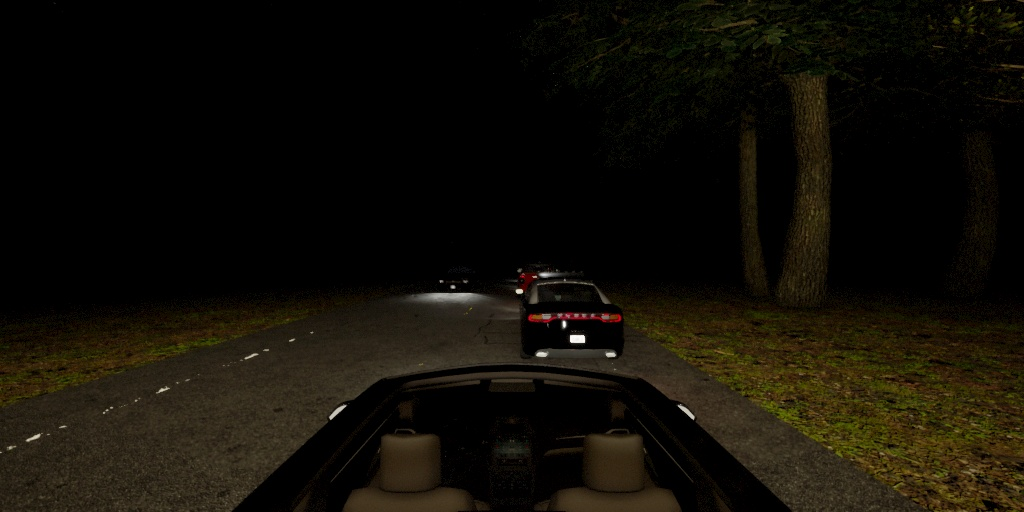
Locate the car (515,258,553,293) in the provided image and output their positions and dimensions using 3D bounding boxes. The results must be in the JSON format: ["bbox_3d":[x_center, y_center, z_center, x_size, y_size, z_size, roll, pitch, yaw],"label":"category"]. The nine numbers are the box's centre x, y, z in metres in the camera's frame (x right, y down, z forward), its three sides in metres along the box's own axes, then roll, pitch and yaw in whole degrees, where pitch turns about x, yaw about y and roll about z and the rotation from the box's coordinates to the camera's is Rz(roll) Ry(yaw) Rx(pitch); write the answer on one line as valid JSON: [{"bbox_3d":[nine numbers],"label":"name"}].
[{"bbox_3d":[1.342,1.083,18.349,2.097,1.767,4.553,0,0,2],"label":"car"}]

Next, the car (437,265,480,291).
[{"bbox_3d":[-3.074,1.272,21.842,2.033,1.411,5.357,0,0,2],"label":"car"}]

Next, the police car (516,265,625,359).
[{"bbox_3d":[1.125,1.170,8.528,1.930,1.638,5.238,0,0,1],"label":"police car"}]

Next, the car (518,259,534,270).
[{"bbox_3d":[2.052,1.230,50.919,2.033,1.411,5.357,0,0,4],"label":"car"}]
